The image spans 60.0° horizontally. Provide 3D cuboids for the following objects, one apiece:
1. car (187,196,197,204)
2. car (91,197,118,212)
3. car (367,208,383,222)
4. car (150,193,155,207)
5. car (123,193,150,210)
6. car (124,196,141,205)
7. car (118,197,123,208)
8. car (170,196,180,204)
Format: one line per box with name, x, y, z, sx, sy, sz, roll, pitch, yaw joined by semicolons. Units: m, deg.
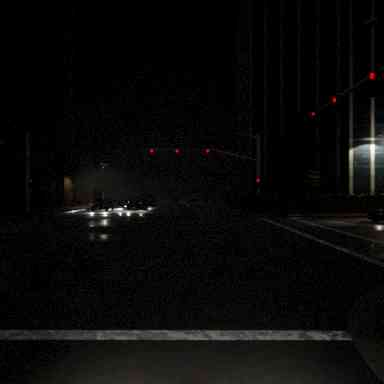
car;-0.043;1.526;64.911;1.812;1.442;4.674;0;0;0
car;-10.606;1.526;39.847;1.812;1.442;4.674;0;0;0
car;15.467;1.478;24.278;5.008;1.535;1.882;0;0;-1
car;-7.121;1.221;52.856;2.150;2.045;5.566;0;0;0
car;-7.126;1.352;43.355;2.097;1.767;4.553;0;0;0
car;-10.591;1.491;59.299;2.128;1.511;4.902;0;0;0
car;-10.625;1.491;49.116;2.128;1.511;4.902;0;0;0
car;-3.427;1.547;66.219;2.033;1.411;5.357;0;0;-1
